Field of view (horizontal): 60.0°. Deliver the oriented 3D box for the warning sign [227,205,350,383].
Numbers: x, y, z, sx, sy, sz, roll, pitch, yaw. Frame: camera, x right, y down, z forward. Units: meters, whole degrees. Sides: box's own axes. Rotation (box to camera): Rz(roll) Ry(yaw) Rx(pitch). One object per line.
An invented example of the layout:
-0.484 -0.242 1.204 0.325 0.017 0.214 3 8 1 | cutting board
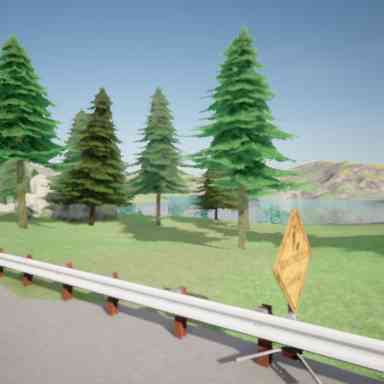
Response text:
1.223 1.116 4.085 1.060 1.860 1.300 0 0 36 | warning sign
